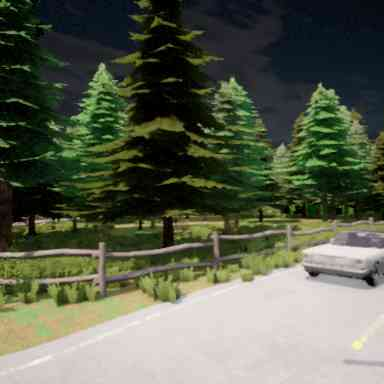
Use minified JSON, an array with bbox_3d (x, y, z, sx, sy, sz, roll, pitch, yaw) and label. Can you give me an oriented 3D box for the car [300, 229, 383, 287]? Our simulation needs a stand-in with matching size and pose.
[{"bbox_3d":[5.308,1.861,10.303,4.718,1.301,1.895,1,-2,-42],"label":"car"}]
